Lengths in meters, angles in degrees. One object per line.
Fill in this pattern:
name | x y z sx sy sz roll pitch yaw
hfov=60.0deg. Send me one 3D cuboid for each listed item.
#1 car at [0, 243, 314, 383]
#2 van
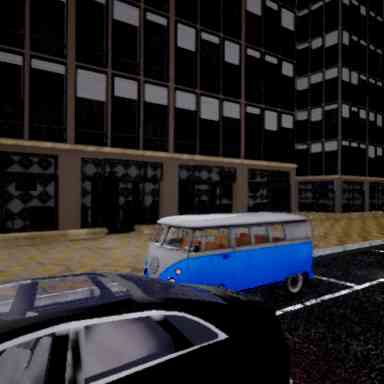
car | -1.344 1.494 2.419 4.902 1.511 2.128 0 0 -36
van | 0.904 1.361 7.199 3.998 1.788 1.690 0 0 -36
